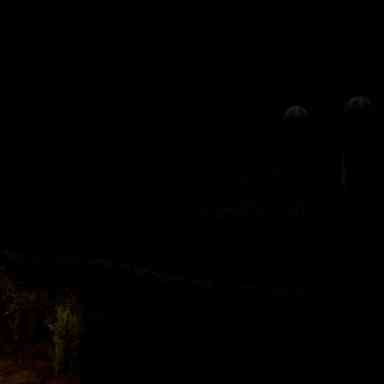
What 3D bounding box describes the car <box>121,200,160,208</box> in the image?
[{"bbox_3d":[-5.809,1.554,37.978,1.895,1.301,4.718,0,0,36],"label":"car"}]
